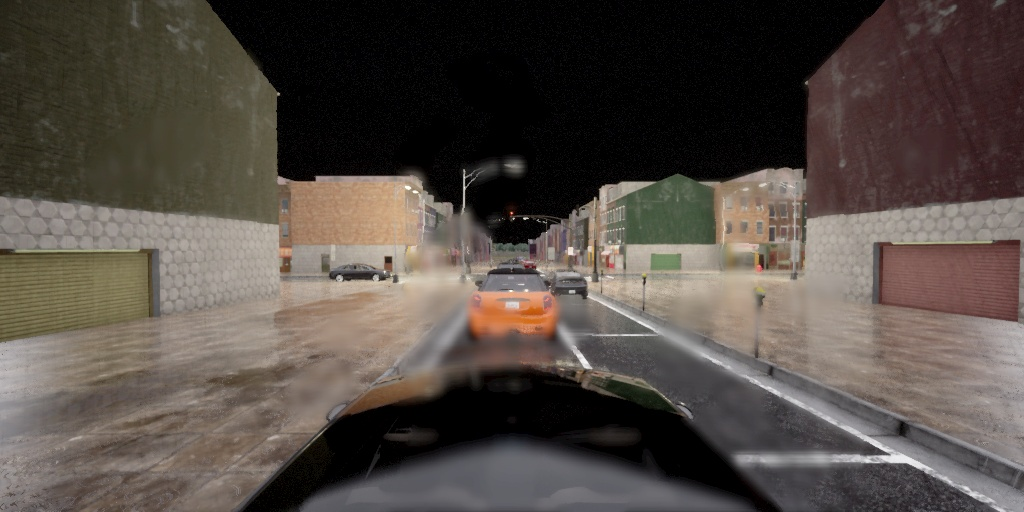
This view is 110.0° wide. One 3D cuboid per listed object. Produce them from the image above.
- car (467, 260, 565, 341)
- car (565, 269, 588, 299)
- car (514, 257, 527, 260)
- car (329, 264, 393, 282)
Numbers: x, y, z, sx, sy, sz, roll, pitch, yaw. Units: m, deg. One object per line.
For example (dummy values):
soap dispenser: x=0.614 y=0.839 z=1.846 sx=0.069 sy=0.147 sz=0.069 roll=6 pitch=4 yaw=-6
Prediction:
car: x=0.037 y=1.100 z=9.973 sx=2.097 sy=1.767 sz=4.553 roll=0 pitch=0 yaw=0
car: x=2.581 y=1.297 z=17.546 sx=2.007 sy=1.370 sz=4.403 roll=0 pitch=0 yaw=0
car: x=-0.064 y=1.099 z=19.864 sx=2.097 sy=1.767 sz=4.553 roll=0 pitch=0 yaw=0
car: x=-12.336 y=1.366 z=29.421 sx=4.892 sy=1.490 sz=1.837 roll=0 pitch=1 yaw=-2
